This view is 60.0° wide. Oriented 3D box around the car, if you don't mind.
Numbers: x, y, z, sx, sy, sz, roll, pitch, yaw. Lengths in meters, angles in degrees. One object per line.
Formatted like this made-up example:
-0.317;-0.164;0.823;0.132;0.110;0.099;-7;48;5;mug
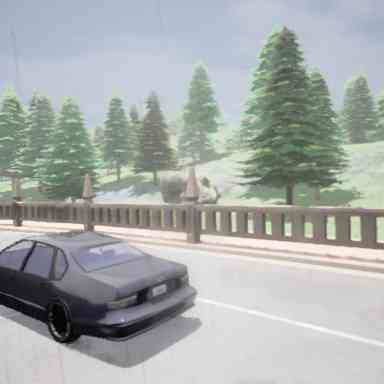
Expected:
-2.466;1.484;6.309;5.357;1.411;2.033;-1;1;37;car
